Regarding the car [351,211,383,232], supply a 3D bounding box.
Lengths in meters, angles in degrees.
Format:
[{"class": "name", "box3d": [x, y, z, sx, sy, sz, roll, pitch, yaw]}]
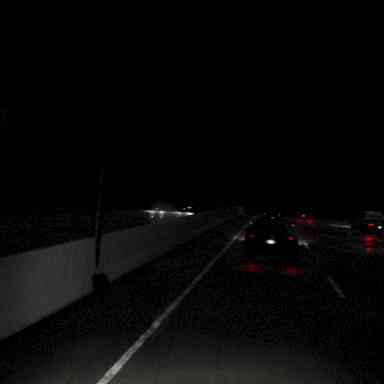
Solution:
[{"class": "car", "box3d": [13.055, 2.157, 24.390, 1.812, 1.442, 4.674, 2, 0, 14]}]

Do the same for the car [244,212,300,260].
[{"class": "car", "box3d": [3.258, 1.761, 13.673, 1.994, 1.385, 4.181, 2, 0, 14]}]

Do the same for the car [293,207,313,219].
[{"class": "car", "box3d": [13.143, 2.497, 39.650, 1.895, 1.301, 4.718, 2, -3, 14]}]

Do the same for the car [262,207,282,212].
[{"class": "car", "box3d": [7.615, 2.062, 31.663, 1.895, 1.301, 4.718, 2, 0, 14]}]

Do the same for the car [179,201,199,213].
[{"class": "car", "box3d": [-0.361, 1.968, 43.752, 1.837, 1.490, 4.892, 2, -3, 14]}]

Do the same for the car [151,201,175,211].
[{"class": "car", "box3d": [-3.760, 1.869, 44.579, 2.033, 1.411, 5.357, 2, -3, 14]}]

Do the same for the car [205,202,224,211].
[{"class": "car", "box3d": [3.040, 2.062, 42.931, 1.882, 1.535, 5.008, 2, -3, 14]}]
